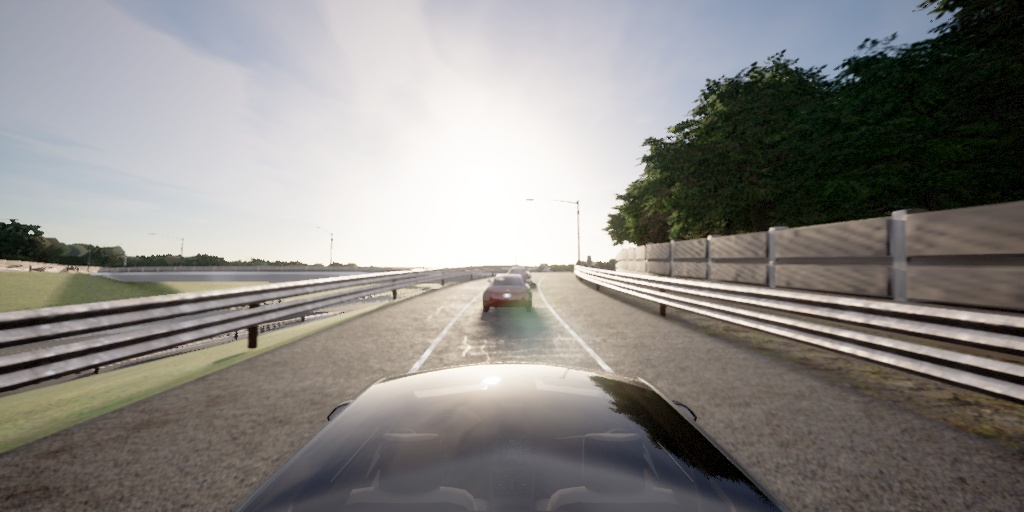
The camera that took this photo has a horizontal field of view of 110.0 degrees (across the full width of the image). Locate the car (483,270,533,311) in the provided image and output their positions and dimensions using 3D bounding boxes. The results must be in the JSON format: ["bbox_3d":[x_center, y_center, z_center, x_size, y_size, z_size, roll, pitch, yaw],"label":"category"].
[{"bbox_3d":[-0.133,1.469,15.414,1.994,1.385,4.181,0,0,1],"label":"car"}]

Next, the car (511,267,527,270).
[{"bbox_3d":[0.592,1.628,30.334,1.994,1.385,4.181,0,-1,6],"label":"car"}]
